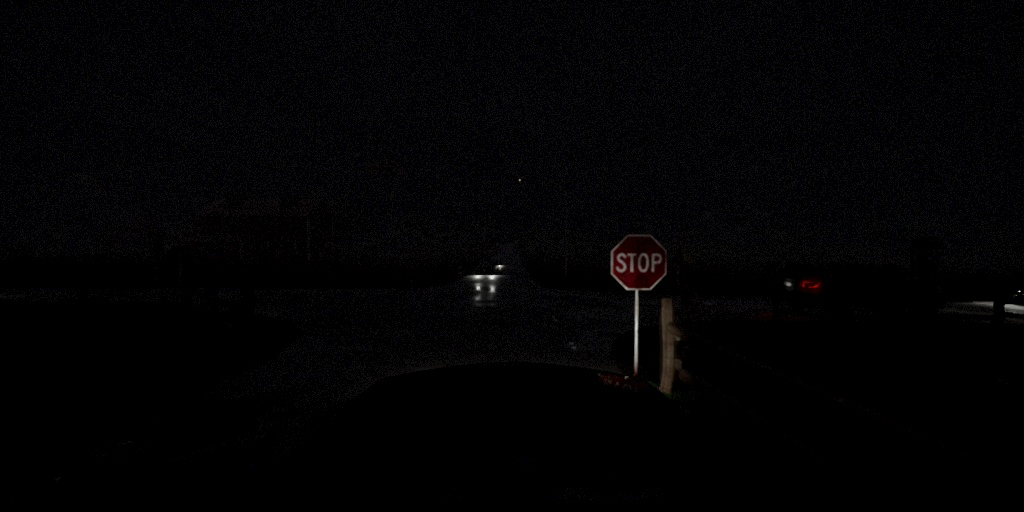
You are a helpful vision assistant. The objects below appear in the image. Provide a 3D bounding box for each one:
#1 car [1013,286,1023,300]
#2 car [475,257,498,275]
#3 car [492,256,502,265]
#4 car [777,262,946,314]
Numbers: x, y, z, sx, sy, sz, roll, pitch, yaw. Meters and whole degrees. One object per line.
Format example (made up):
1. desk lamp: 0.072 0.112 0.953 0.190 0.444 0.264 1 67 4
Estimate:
1. car: 27.674 1.727 17.407 4.892 1.490 1.837 1 2 0
2. car: -2.836 1.218 39.293 1.837 1.490 4.892 0 1 0
3. car: -2.782 0.765 61.081 1.882 1.535 5.008 0 1 0
4. car: 13.956 1.292 14.600 5.566 2.045 2.150 1 2 0
